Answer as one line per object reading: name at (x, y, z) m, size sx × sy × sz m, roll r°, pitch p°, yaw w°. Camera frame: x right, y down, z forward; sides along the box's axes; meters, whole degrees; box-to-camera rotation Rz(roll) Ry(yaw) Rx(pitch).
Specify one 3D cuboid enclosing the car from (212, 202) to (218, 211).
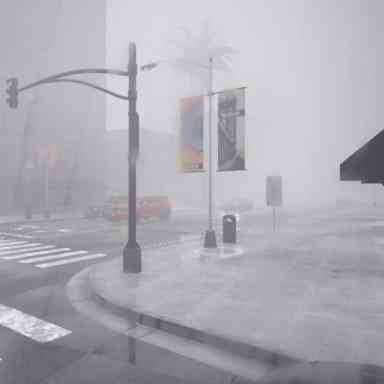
car at (4.070, 1.660, 41.986) m, size 1.895 × 1.301 × 4.718 m, roll 0°, pitch 0°, yaw 35°

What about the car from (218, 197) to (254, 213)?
car at (5.365, 1.410, 38.190) m, size 2.097 × 1.767 × 4.553 m, roll 0°, pitch 0°, yaw 35°

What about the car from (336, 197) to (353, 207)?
car at (24.754, 1.621, 54.046) m, size 2.128 × 1.511 × 4.902 m, roll 0°, pitch 0°, yaw 35°

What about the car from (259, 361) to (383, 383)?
car at (2.166, 1.551, 1.301) m, size 4.403 × 1.369 × 2.008 m, roll 0°, pitch 0°, yaw 36°

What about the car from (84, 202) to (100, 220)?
car at (-6.166, 1.246, 27.516) m, size 2.150 × 2.045 × 5.566 m, roll 0°, pitch 0°, yaw 35°

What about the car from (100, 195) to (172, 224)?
car at (-3.819, 1.250, 25.161) m, size 2.150 × 2.045 × 5.566 m, roll 0°, pitch 0°, yaw 35°
